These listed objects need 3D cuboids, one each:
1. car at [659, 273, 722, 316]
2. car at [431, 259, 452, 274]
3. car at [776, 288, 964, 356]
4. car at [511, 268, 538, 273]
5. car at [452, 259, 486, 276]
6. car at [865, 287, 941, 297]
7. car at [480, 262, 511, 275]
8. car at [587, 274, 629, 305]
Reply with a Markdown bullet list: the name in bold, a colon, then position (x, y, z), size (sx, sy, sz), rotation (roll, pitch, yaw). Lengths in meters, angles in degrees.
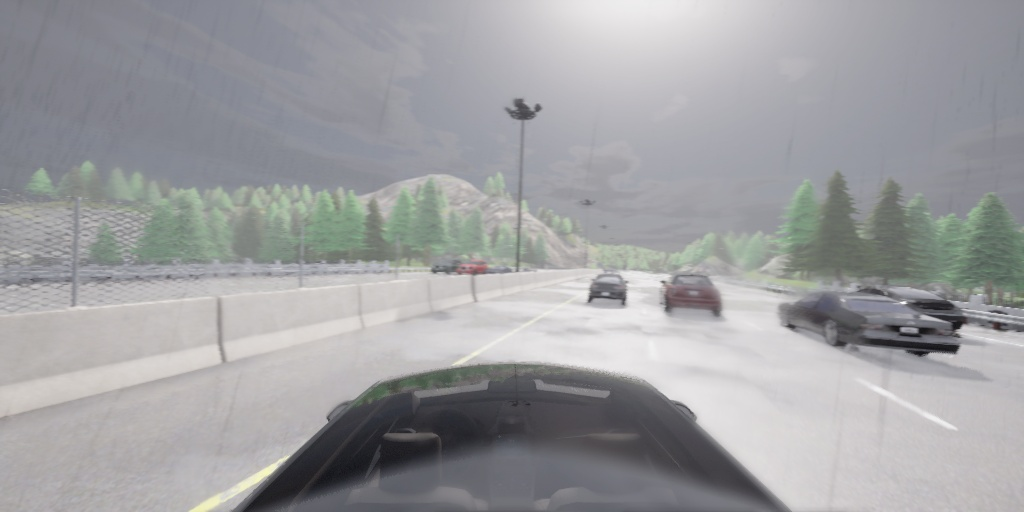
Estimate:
- **car**: position (7.950, 1.559, 16.336), size (2.097, 1.767, 4.553), rotation (2, -1, 19)
- **car**: position (-8.106, 1.345, 45.587), size (2.150, 2.045, 5.566), rotation (2, -1, 19)
- **car**: position (9.596, 1.743, 10.310), size (2.033, 1.411, 5.357), rotation (2, -1, 19)
- **car**: position (1.817, 2.031, 42.210), size (1.895, 1.301, 4.718), rotation (2, -1, 19)
- **car**: position (-4.794, 1.465, 44.463), size (2.150, 2.045, 5.566), rotation (2, -1, 19)
- **car**: position (14.489, 1.943, 13.850), size (1.837, 1.490, 4.892), rotation (2, -1, 19)
- **car**: position (-1.482, 1.835, 43.364), size (2.033, 1.411, 5.357), rotation (2, -1, 19)
- **car**: position (5.097, 1.653, 18.882), size (1.812, 1.442, 4.674), rotation (2, -1, 19)
